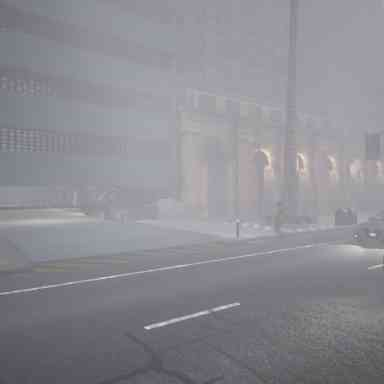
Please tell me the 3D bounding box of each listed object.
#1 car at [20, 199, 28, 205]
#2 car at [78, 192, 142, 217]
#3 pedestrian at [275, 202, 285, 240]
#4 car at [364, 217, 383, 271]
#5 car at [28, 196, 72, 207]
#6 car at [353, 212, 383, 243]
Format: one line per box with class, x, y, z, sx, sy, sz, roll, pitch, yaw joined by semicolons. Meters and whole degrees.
car;-24.950;1.413;53.562;4.786;1.482;2.161;0;0;-36
car;-7.110;1.029;29.316;5.566;2.045;2.435;0;0;-36
pedestrian;4.122;1.294;15.553;0.375;1.860;0.375;0;0;-36
car;7.090;1.491;9.084;4.902;1.511;2.128;0;0;-36
car;-18.544;1.463;43.882;4.718;1.301;1.895;0;0;-36
car;9.010;1.564;14.770;4.181;1.385;1.994;0;0;-36
